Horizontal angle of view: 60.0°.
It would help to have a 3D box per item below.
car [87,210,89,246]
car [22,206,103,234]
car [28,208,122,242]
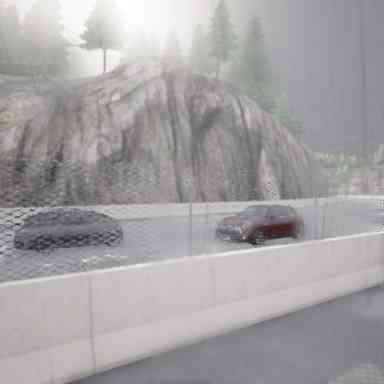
[{"bbox_3d":[-4.897,1.587,13.547,4.181,1.385,1.994,0,0,-37],"label":"car"},{"bbox_3d":[-7.803,1.598,20.122,4.181,1.385,1.994,0,0,-37],"label":"car"},{"bbox_3d":[-5.957,1.593,17.132,4.181,1.385,1.994,0,0,-37],"label":"car"}]
